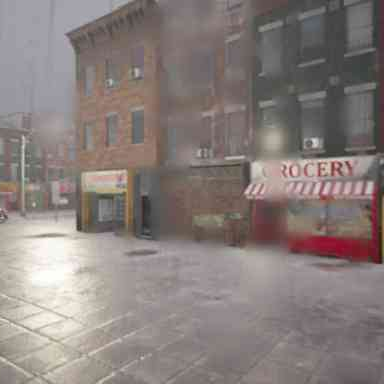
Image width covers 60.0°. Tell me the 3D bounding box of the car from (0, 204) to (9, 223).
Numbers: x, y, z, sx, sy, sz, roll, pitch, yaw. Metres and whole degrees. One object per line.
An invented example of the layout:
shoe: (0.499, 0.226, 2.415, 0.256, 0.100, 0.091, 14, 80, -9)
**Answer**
car: (-15.806, 1.560, 24.283, 1.967, 1.590, 4.097, -1, -1, 35)
